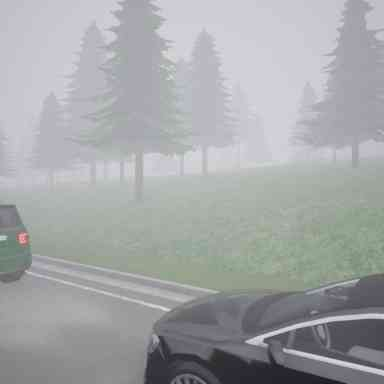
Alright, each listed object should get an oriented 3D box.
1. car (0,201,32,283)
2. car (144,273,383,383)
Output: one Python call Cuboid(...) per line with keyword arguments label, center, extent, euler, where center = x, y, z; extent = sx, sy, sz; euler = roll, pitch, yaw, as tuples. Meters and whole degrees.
Cuboid(label="car", center=(-6.324, 1.221, 8.468), extent=(5.566, 2.045, 2.150), euler=(0, 0, 36))
Cuboid(label="car", center=(1.739, 1.492, 2.752), extent=(4.902, 1.511, 2.128), euler=(0, 0, 36))
